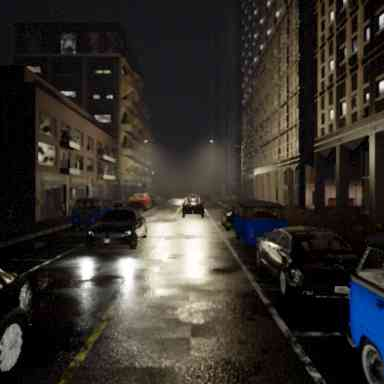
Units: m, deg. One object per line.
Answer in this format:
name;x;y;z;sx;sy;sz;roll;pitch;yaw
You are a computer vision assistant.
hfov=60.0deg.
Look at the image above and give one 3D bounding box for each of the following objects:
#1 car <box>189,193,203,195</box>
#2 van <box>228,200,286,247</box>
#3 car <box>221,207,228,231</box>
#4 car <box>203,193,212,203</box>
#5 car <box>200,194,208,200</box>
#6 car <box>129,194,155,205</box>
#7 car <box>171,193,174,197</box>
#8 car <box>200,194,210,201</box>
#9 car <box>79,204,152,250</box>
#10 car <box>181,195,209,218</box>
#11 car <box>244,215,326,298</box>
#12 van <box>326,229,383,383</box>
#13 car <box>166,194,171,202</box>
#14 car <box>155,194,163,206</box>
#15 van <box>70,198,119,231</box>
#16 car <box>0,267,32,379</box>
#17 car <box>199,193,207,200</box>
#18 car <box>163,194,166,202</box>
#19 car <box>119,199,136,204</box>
car;0.091;1.093;45.418;2.097;1.767;4.553;0;0;0
van;2.689;1.259;13.797;1.690;1.788;3.998;0;0;0
car;2.687;1.452;19.446;1.947;1.339;4.313;0;0;0
car;2.680;1.253;58.986;1.802;1.307;4.206;0;0;0
car;2.677;1.170;75.932;1.802;1.307;4.206;0;0;0
car;-5.696;1.107;36.389;2.192;1.841;5.009;0;0;0
car;-5.703;1.133;75.931;1.887;1.381;4.507;0;0;0
car;2.679;1.181;70.282;1.947;1.339;4.313;0;0;0
car;-3.002;1.443;14.077;1.812;1.442;4.674;0;0;0
car;0.095;1.328;28.566;2.128;1.511;4.902;0;0;0
car;2.689;1.502;8.149;2.008;1.369;4.403;0;0;0
van;2.690;1.325;2.499;1.690;1.788;3.998;0;0;0
car;-5.701;1.169;64.463;1.752;1.417;4.829;0;0;0
car;-5.698;1.297;47.688;1.947;1.339;4.313;0;0;0
van;-5.693;1.227;19.444;1.690;1.788;3.998;0;0;0
car;-3.096;1.490;2.647;1.837;1.490;4.892;0;0;0
car;2.676;1.002;81.579;1.967;1.590;4.097;0;0;0
car;-5.698;1.252;53.336;2.008;1.369;4.403;0;0;0
car;-5.694;1.436;25.094;1.802;1.307;4.206;0;0;0
